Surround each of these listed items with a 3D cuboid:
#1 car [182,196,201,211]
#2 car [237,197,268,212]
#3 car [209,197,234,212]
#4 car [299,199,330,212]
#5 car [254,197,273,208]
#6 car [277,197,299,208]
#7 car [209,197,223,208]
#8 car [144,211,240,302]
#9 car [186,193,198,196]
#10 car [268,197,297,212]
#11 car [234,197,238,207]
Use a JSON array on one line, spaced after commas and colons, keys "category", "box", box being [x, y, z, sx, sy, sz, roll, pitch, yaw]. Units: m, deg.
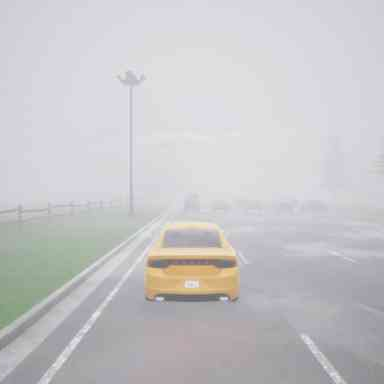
[{"category": "car", "box": [-0.009, 1.505, 38.375, 1.837, 1.490, 4.892, 0, 0, 0]}, {"category": "car", "box": [6.997, 1.547, 39.083, 2.033, 1.411, 5.357, 0, 0, 0]}, {"category": "car", "box": [3.498, 1.564, 39.646, 1.994, 1.385, 4.181, 0, 0, 0]}, {"category": "car", "box": [13.989, 1.547, 38.220, 2.033, 1.411, 5.357, 0, 0, 0]}, {"category": "car", "box": [10.490, 1.526, 49.214, 1.812, 1.442, 4.674, 0, 0, 0]}, {"category": "car", "box": [13.988, 1.505, 48.825, 1.837, 1.490, 4.892, 0, 0, 0]}, {"category": "car", "box": [3.493, 1.526, 49.680, 1.812, 1.442, 4.674, 0, 0, 0]}, {"category": "car", "box": [-0.002, 1.478, 8.351, 1.882, 1.535, 5.008, 0, 0, 0]}, {"category": "car", "box": [-0.013, 1.221, 48.807, 2.150, 2.045, 5.566, 0, 0, 0]}, {"category": "car", "box": [10.496, 1.526, 39.162, 1.812, 1.442, 4.674, 0, 0, 0]}, {"category": "car", "box": [6.993, 1.491, 49.405, 2.128, 1.511, 4.902, 0, 0, 0]}]
